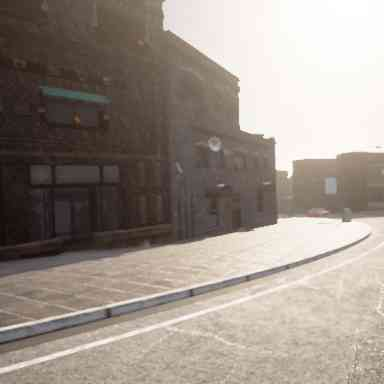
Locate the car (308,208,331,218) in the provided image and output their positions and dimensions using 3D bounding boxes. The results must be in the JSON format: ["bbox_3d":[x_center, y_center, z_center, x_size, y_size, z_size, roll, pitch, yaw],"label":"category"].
[{"bbox_3d":[21.284,3.440,55.679,2.097,1.767,4.553,-2,-3,-5],"label":"car"}]
